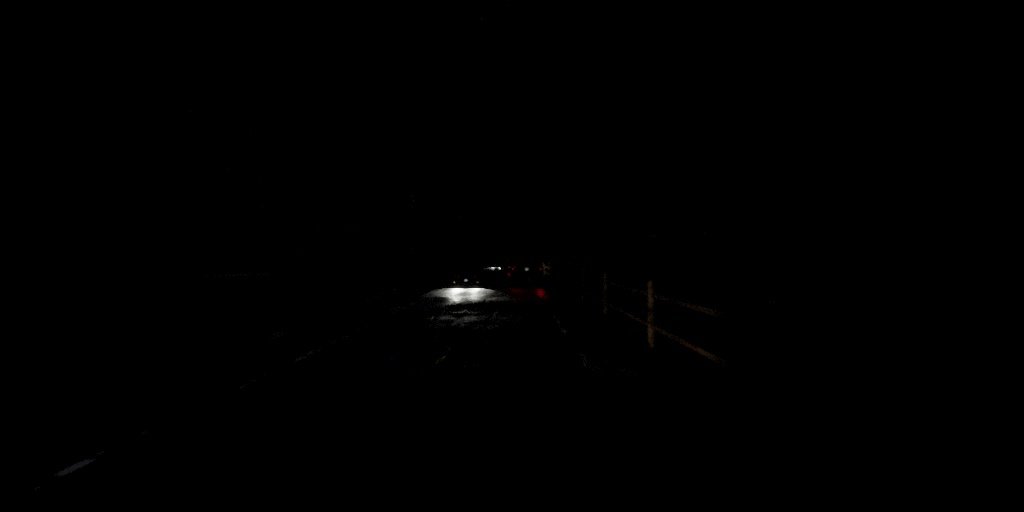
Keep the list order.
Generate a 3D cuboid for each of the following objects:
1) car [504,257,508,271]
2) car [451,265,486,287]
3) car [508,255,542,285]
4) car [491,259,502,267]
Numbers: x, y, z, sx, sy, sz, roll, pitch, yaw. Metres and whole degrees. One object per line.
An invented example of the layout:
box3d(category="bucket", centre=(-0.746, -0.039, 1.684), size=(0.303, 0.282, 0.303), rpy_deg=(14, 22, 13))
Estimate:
box3d(category="car", centre=(0.037, 1.233, 48.197), size=(1.837, 1.490, 4.892), rpy_deg=(0, 0, 1))
box3d(category="car", centre=(-2.848, 1.297, 24.062), size=(1.994, 1.385, 4.181), rpy_deg=(0, 0, 0))
box3d(category="car", centre=(0.962, 0.956, 25.943), size=(2.150, 2.045, 5.566), rpy_deg=(0, 0, 0))
box3d(category="car", centre=(-2.766, 1.297, 65.305), size=(1.994, 1.385, 4.181), rpy_deg=(0, 0, 0))
